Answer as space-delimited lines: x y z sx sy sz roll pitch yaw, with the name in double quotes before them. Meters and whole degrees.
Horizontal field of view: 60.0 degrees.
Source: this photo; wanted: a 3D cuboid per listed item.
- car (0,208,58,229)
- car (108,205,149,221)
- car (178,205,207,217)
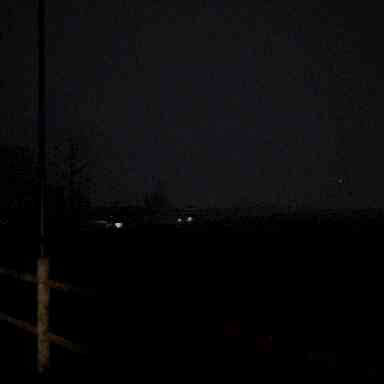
"car" -12.267 1.933 24.977 1.994 1.385 4.181 1 -1 35
"car" -6.213 2.096 33.456 1.837 1.490 4.892 1 -1 35
"car" 0.195 2.350 42.425 1.812 1.442 4.674 1 -1 35
